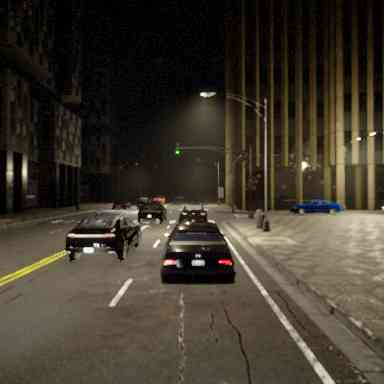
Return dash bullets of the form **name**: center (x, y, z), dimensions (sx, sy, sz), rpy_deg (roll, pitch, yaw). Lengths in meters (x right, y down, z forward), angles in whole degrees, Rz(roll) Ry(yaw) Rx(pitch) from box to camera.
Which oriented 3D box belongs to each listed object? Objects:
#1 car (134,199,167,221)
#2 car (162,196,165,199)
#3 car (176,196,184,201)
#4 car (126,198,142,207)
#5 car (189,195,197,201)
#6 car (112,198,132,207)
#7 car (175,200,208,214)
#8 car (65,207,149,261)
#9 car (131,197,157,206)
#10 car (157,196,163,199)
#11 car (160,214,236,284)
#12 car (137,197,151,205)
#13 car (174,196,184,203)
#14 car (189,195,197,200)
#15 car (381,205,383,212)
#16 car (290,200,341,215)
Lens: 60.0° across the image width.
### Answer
- **car**: center (-3.082, 1.592, 26.518), dimensions (1.882, 1.535, 5.008), rpy_deg (0, 0, 0)
- **car**: center (-6.355, 1.555, 66.182), dimensions (2.097, 1.767, 4.553), rpy_deg (0, 0, 1)
- **car**: center (-3.025, 1.664, 86.643), dimensions (1.895, 1.301, 4.718), rpy_deg (0, 0, 0)
- **car**: center (-9.689, 1.712, 56.175), dimensions (1.812, 1.442, 4.674), rpy_deg (0, 0, 1)
- **car**: center (0.225, 1.594, 86.604), dimensions (2.128, 1.511, 4.902), rpy_deg (0, 0, 0)
- **car**: center (-9.726, 1.695, 46.202), dimensions (1.812, 1.442, 4.674), rpy_deg (0, 0, 0)
- **car**: center (0.115, 1.596, 23.267), dimensions (2.128, 1.511, 4.902), rpy_deg (0, 0, 1)
- **car**: center (-3.118, 1.553, 12.491), dimensions (2.128, 1.511, 4.902), rpy_deg (0, 0, 0)
- **car**: center (-6.480, 1.659, 45.582), dimensions (2.128, 1.511, 4.902), rpy_deg (0, 0, 0)
- **car**: center (-6.445, 1.787, 55.566), dimensions (1.895, 1.301, 4.718), rpy_deg (0, 0, 1)
- **car**: center (0.125, 1.596, 9.730), dimensions (2.033, 1.411, 5.357), rpy_deg (0, 0, 0)
- **car**: center (-9.594, 1.751, 66.662), dimensions (2.033, 1.411, 5.357), rpy_deg (0, 0, 0)
- **car**: center (-3.053, 1.735, 76.190), dimensions (2.128, 1.511, 4.902), rpy_deg (0, 0, 0)
- **car**: center (0.197, 1.710, 76.181), dimensions (1.837, 1.490, 4.892), rpy_deg (0, 0, 0)
- **car**: center (22.088, 1.532, 34.159), dimensions (4.902, 1.511, 2.128), rpy_deg (0, -1, 0)
- **car**: center (12.622, 1.558, 34.164), dimensions (5.008, 1.535, 1.882), rpy_deg (0, -1, 1)
